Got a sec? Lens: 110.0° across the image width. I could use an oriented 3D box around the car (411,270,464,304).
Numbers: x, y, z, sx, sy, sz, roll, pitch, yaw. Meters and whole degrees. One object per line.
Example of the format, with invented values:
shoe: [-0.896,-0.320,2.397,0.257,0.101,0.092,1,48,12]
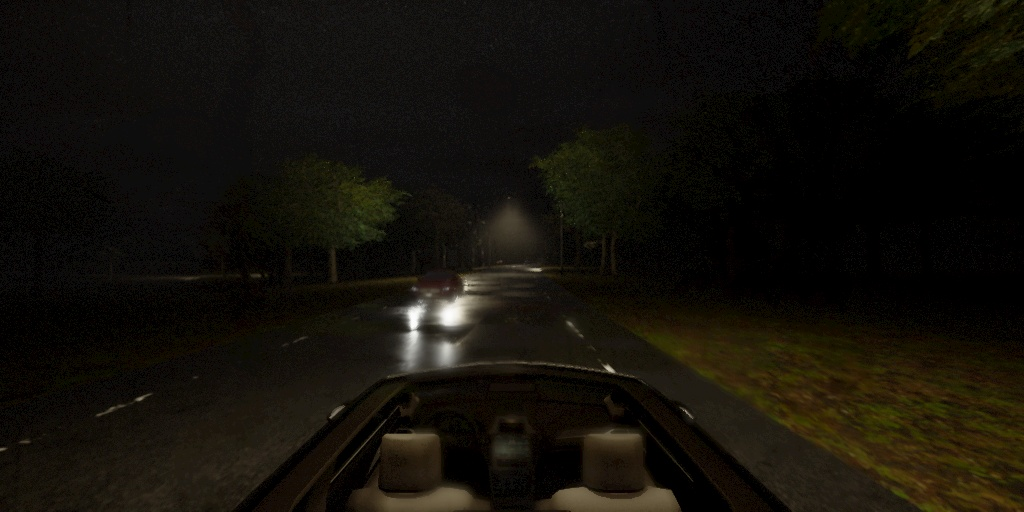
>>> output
car: [-3.461,1.415,17.474,1.812,1.442,4.674,0,-1,1]
